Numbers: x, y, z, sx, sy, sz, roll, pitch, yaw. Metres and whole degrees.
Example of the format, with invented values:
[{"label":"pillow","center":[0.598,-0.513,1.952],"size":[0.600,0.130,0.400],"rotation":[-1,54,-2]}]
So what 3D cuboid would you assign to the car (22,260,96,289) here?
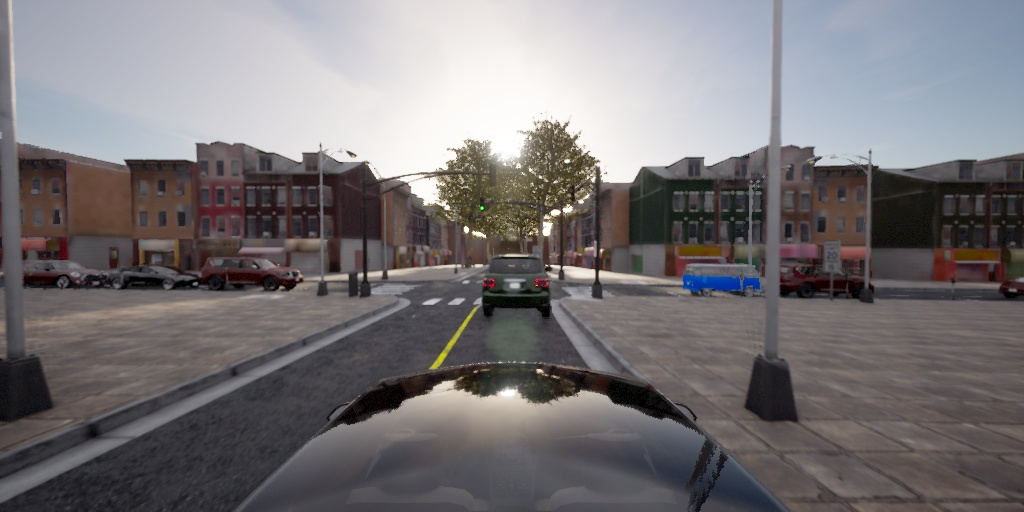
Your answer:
[{"label":"car","center":[-25.402,0.979,20.208],"size":[4.097,1.591,1.967],"rotation":[0,0,0]}]

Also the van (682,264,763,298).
[{"label":"van","center":[11.760,1.341,20.180],"size":[3.998,1.789,1.690],"rotation":[0,0,0]}]

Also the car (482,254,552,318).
[{"label":"car","center":[0.280,0.951,13.052],"size":[2.150,2.045,5.566],"rotation":[0,0,4]}]

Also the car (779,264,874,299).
[{"label":"car","center":[17.166,1.386,20.175],"size":[5.009,1.841,2.192],"rotation":[0,0,0]}]

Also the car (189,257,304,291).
[{"label":"car","center":[-14.598,0.983,20.200],"size":[5.009,1.841,2.192],"rotation":[0,0,0]}]

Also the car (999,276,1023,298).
[{"label":"car","center":[30.282,1.779,20.034],"size":[4.674,1.442,1.812],"rotation":[1,1,0]}]

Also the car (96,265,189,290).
[{"label":"car","center":[-20.000,1.169,20.204],"size":[4.313,1.339,1.948],"rotation":[0,0,0]}]
